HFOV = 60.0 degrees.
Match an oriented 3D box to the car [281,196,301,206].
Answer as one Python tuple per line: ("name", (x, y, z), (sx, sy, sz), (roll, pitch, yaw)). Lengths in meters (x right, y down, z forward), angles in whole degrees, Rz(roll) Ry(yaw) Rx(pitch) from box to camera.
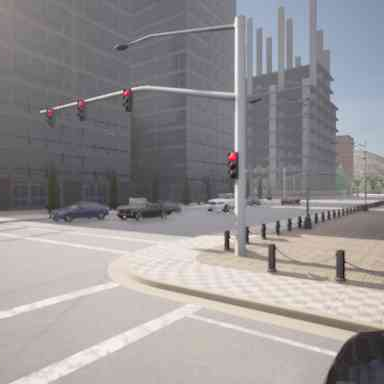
("car", (15.933, 1.428, 53.615), (1.882, 1.535, 5.008), (0, 0, 36))

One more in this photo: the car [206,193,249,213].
("car", (3.802, 1.170, 36.924), (2.150, 2.045, 5.566), (0, 0, 37))

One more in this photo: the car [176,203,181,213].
("car", (-2.953, 1.513, 33.557), (1.994, 1.385, 4.181), (0, 0, 36))

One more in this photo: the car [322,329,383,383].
("car", (2.906, 1.564, 1.895), (4.181, 1.385, 1.994), (0, 0, 36))

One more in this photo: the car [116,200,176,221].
("car", (-3.725, 1.550, 26.497), (1.895, 1.301, 4.718), (0, 0, 36))

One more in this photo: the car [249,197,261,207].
("car", (8.714, 1.442, 49.688), (2.128, 1.511, 4.902), (0, 0, 36))

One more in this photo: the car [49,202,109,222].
("car", (-8.595, 1.475, 25.739), (1.812, 1.442, 4.674), (0, 0, 38))
